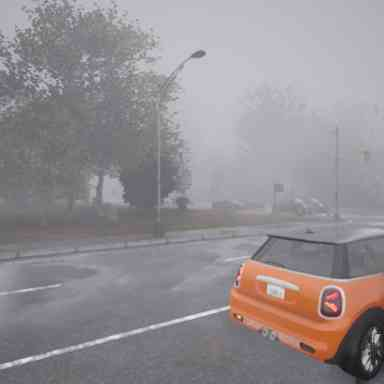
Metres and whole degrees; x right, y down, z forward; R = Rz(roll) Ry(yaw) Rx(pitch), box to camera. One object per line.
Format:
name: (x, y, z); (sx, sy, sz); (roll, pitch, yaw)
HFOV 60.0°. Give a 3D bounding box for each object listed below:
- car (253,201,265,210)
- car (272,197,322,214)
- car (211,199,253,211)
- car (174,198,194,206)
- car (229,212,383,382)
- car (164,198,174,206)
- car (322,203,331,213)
car: (7.493, 1.665, 44.475); (1.895, 1.301, 4.718); (0, 0, -38)
car: (10.649, 1.413, 34.749); (2.097, 1.767, 4.553); (0, 0, -38)
car: (4.765, 1.607, 42.280); (2.033, 1.411, 5.357); (0, 0, -38)
car: (-1.654, 1.541, 56.212); (1.882, 1.535, 5.008); (0, 1, -38)
car: (2.871, 1.374, 5.725); (4.553, 1.767, 2.097); (0, 0, -35)
car: (-5.669, 1.536, 55.677); (1.882, 1.535, 5.008); (0, 0, -38)
car: (13.150, 1.417, 37.231); (2.097, 1.767, 4.553); (0, 0, -38)
